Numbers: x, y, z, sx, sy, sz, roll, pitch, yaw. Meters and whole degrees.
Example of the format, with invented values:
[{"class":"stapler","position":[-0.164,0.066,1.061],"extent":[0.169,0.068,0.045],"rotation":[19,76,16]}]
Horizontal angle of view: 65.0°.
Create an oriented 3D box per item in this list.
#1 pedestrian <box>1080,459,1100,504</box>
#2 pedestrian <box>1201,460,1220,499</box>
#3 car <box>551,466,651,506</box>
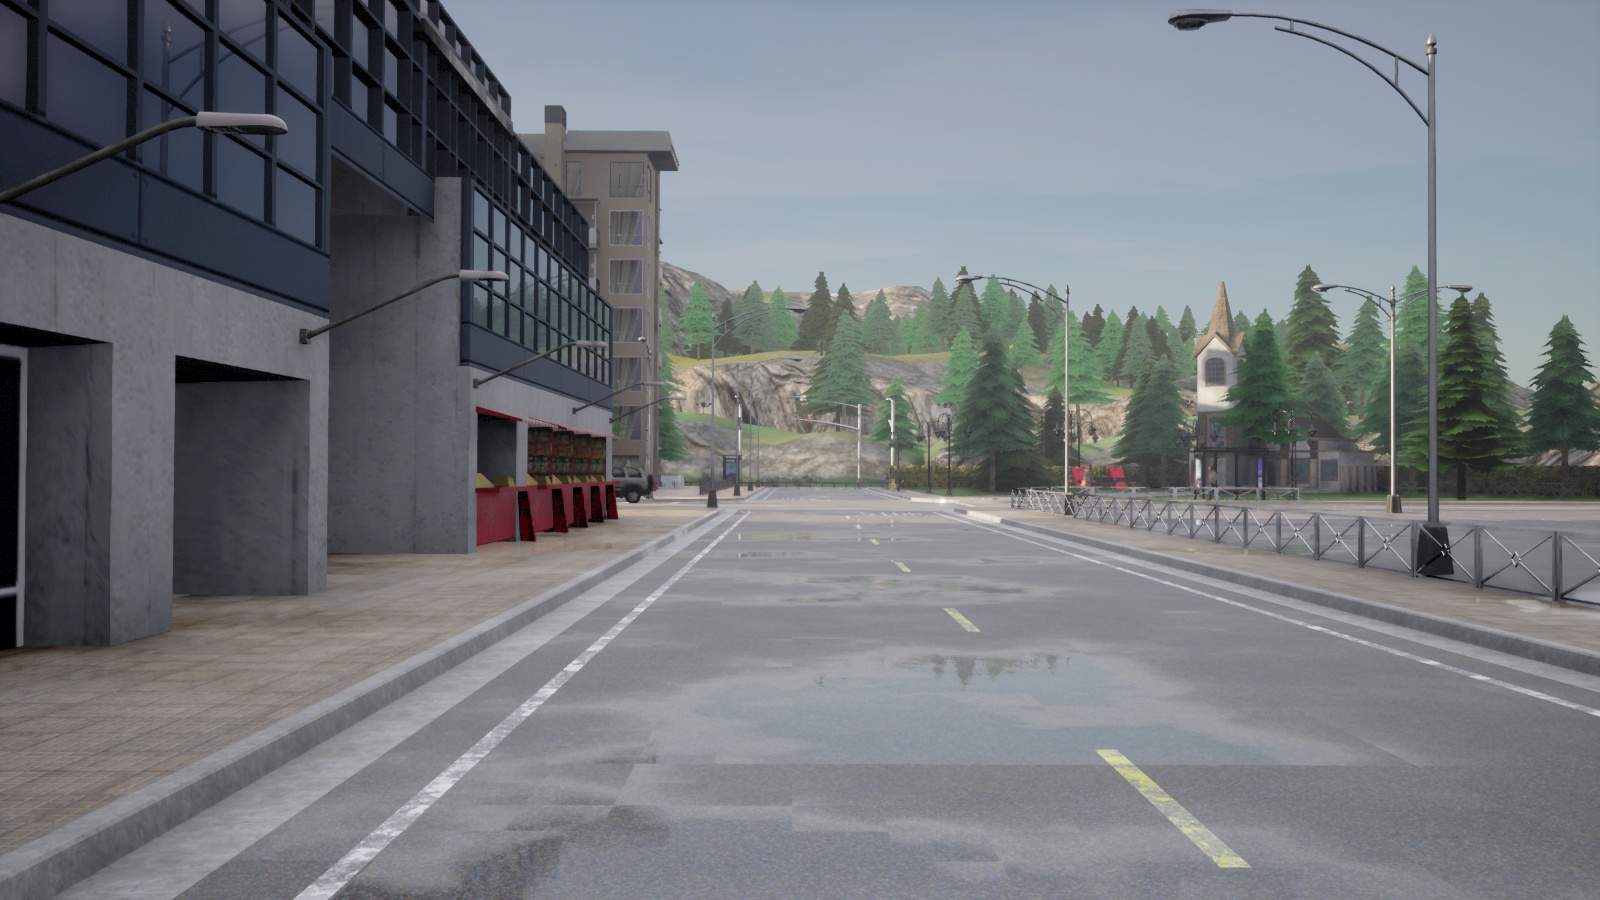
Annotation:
[{"class":"pedestrian","position":[12.130,1.317,52.543],"extent":[0.694,1.848,0.540],"rotation":[0,-1,0]},{"class":"pedestrian","position":[20.687,1.462,63.226],"extent":[0.788,1.949,0.423],"rotation":[0,-1,-3]},{"class":"car","position":[-9.396,1.684,59.641],"extent":[4.605,1.855,1.932],"rotation":[0,-1,-7]}]
